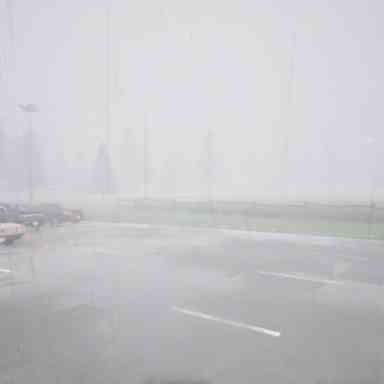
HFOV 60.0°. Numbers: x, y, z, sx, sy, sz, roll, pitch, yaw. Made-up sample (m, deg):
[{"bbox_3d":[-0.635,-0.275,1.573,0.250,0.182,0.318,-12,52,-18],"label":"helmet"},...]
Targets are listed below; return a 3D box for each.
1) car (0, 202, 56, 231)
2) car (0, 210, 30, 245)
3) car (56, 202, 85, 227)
[{"bbox_3d":[-9.979,1.346,17.556,4.902,1.511,2.128,0,0,25],"label":"car"},{"bbox_3d":[-9.046,1.493,13.342,4.718,1.301,1.895,0,1,26],"label":"car"},{"bbox_3d":[-8.905,1.349,20.906,4.674,1.442,1.812,0,0,24],"label":"car"}]
